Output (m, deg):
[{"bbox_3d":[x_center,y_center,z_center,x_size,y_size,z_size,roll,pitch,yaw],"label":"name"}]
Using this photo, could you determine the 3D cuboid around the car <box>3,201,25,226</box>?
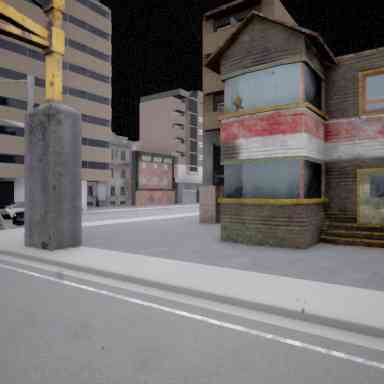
[{"bbox_3d":[-10.085,1.451,22.997,2.038,1.542,4.974,0,0,15],"label":"car"}]

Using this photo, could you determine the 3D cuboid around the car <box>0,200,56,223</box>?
[{"bbox_3d":[-13.287,1.451,25.671,4.974,1.542,2.038,0,0,-30],"label":"car"}]

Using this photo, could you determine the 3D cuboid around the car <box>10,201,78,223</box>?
[{"bbox_3d":[-10.071,1.294,23.047,1.853,1.218,4.536,0,0,15],"label":"car"}]

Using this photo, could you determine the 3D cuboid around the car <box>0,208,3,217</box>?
[{"bbox_3d":[-13.242,1.293,25.697,4.536,1.218,1.853,0,0,-30],"label":"car"}]
